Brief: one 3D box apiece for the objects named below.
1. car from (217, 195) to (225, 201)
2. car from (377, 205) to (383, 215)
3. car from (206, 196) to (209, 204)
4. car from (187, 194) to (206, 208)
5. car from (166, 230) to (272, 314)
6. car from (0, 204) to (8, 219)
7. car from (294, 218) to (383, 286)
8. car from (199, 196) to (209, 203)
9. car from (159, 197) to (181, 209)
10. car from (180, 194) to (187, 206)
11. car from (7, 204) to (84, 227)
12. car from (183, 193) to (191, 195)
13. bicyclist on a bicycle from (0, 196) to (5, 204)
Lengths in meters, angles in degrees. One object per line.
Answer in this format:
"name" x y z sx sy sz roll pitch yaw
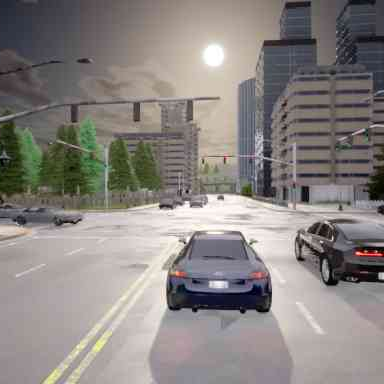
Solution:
"car" 7.431 1.500 85.849 1.837 1.490 4.892 0 0 5
"car" 20.371 1.478 31.618 5.008 1.535 1.882 0 0 5
"car" 1.500 1.352 58.043 2.097 1.767 4.553 0 0 5
"car" 0.718 1.505 48.952 1.837 1.490 4.892 0 0 5
"car" 0.600 1.564 7.730 1.994 1.385 4.181 0 0 4
"car" -14.427 1.601 27.295 4.718 1.301 1.895 0 0 5
"car" 4.233 1.505 9.346 1.837 1.490 4.892 0 0 5
"car" 2.443 1.505 68.413 1.837 1.490 4.892 0 0 5
"car" -3.151 1.547 44.740 2.033 1.411 5.357 0 0 5
"car" -2.300 1.547 54.778 2.033 1.411 5.357 0 0 5
"car" -9.769 1.601 22.628 4.718 1.301 1.895 0 0 18
"car" -1.121 1.223 67.846 2.150 2.045 5.566 0 0 5
"bicyclist on a bicycle" -22.306 1.301 38.971 0.582 1.620 1.656 0 0 5
